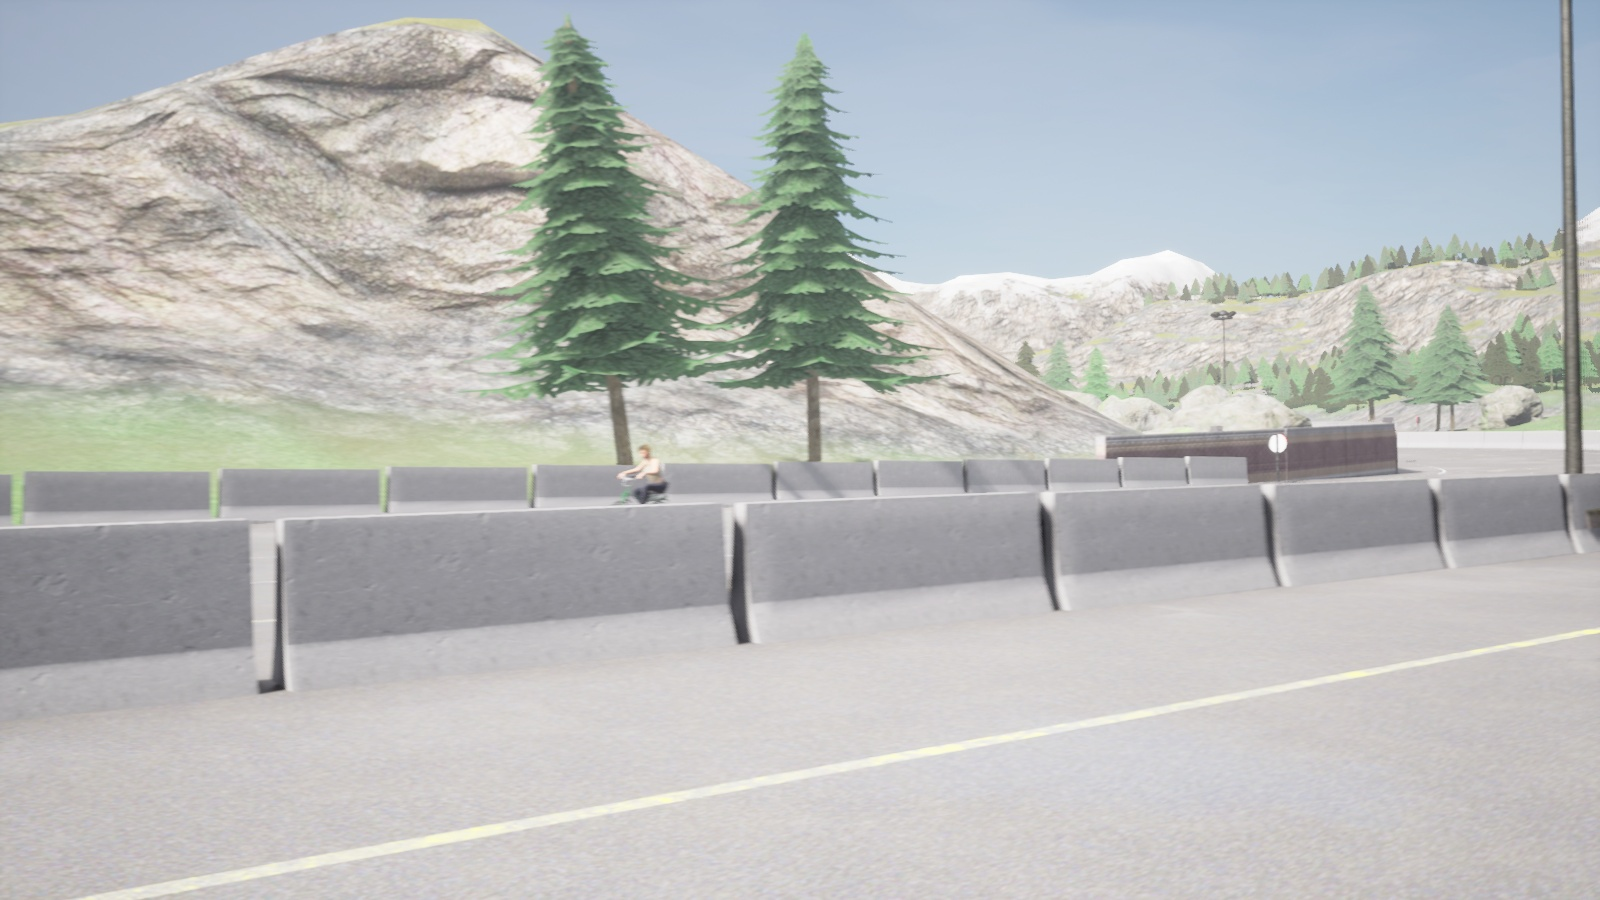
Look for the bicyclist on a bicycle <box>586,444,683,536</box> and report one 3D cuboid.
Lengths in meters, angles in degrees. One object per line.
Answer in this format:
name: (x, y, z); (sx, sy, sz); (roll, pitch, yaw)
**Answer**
bicyclist on a bicycle: (-3.014, 0.710, 22.888); (1.509, 1.612, 0.866); (0, 0, -35)
